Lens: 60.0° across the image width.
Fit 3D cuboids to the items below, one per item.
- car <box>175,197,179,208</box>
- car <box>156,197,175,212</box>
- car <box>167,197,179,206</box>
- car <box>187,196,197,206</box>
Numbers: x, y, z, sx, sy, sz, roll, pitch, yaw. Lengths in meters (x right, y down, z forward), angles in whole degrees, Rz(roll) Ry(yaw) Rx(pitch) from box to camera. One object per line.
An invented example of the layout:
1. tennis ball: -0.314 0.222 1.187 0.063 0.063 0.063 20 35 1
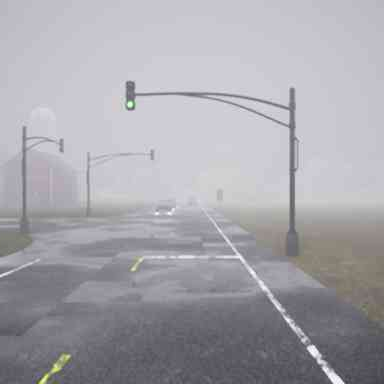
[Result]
1. car: -3.651 1.931 54.407 1.994 1.385 4.181 0 0 -1
2. car: -3.648 1.784 44.513 1.882 1.535 5.008 0 0 0
3. car: -3.611 1.779 64.433 2.097 1.767 4.553 0 0 0
4. car: 0.021 1.986 66.423 2.033 1.411 5.357 0 0 0
